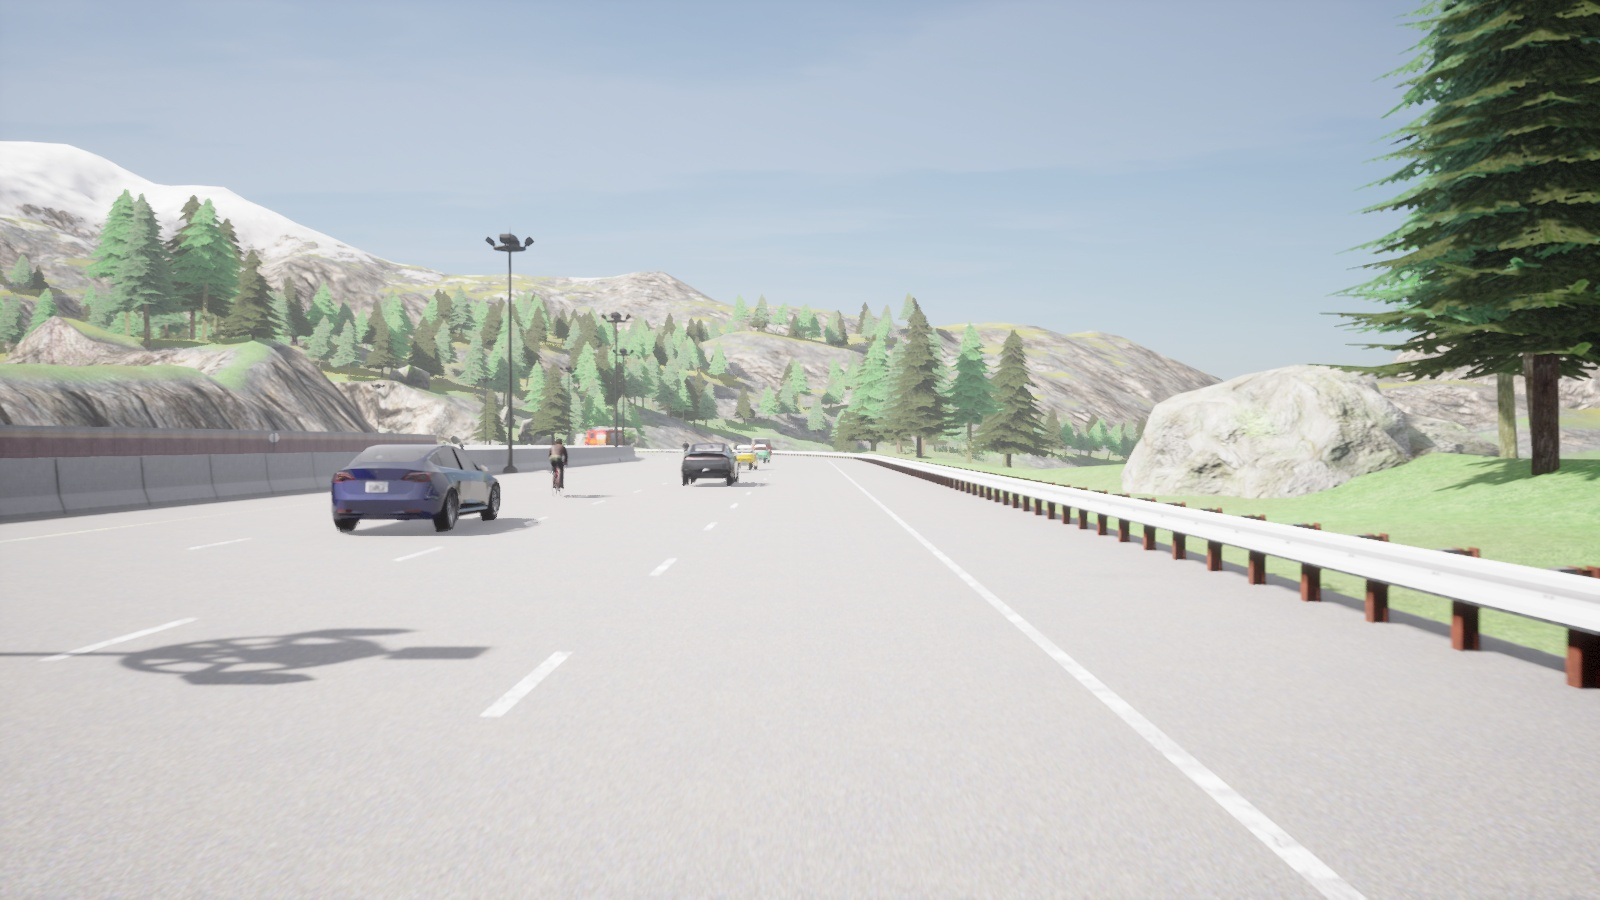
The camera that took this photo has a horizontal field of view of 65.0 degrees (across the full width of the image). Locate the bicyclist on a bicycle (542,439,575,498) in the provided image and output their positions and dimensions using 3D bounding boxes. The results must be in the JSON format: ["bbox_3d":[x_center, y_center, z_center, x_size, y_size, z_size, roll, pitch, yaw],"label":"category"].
[{"bbox_3d":[-6.782,0.495,35.294,0.582,1.620,1.656,0,0,0],"label":"bicyclist on a bicycle"}]

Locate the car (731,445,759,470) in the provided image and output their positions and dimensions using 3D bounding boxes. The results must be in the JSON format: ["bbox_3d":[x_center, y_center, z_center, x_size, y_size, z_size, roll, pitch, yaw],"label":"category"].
[{"bbox_3d":[-3.078,0.400,70.724,1.481,1.376,2.207,0,1,0],"label":"car"}]

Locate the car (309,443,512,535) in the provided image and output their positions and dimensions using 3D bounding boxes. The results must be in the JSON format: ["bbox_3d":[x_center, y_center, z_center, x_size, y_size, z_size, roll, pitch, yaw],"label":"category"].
[{"bbox_3d":[-6.854,0.612,22.736,2.163,1.488,4.792,0,0,0],"label":"car"}]

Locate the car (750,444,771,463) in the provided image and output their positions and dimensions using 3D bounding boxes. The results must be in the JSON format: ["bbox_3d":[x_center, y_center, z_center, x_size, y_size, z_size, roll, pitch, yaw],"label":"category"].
[{"bbox_3d":[-2.941,0.267,94.371,1.481,1.376,2.207,0,1,0],"label":"car"}]

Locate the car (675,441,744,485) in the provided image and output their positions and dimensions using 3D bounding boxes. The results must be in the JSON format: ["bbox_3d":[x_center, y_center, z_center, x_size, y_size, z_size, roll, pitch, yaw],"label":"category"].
[{"bbox_3d":[-3.221,0.442,45.775,2.128,1.511,4.902,0,0,0],"label":"car"}]
